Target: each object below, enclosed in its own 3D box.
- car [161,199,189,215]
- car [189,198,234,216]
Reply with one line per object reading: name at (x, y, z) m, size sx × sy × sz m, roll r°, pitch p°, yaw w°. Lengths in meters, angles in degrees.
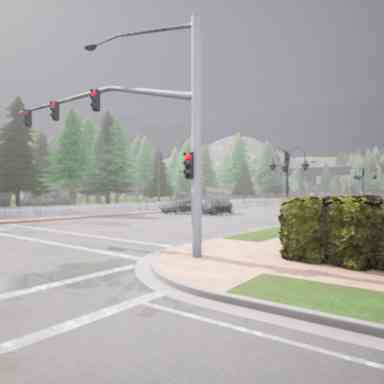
car at (-1.082, 1.488, 33.784) m, size 1.837 × 1.490 × 4.892 m, roll 0°, pitch 0°, yaw 39°
car at (2.148, 1.338, 32.219) m, size 2.097 × 1.767 × 4.553 m, roll 0°, pitch 0°, yaw 39°
